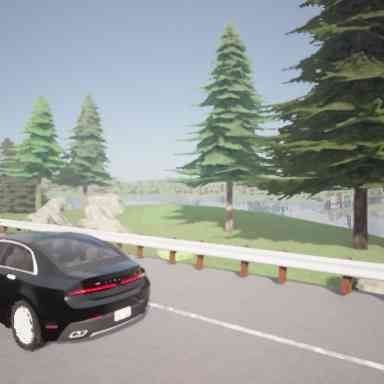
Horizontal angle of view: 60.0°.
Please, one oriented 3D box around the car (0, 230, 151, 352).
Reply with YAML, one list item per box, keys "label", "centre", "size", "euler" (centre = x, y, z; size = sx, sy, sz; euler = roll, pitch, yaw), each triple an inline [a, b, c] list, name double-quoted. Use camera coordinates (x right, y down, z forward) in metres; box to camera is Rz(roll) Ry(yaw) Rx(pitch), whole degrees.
- label: "car"
  centre: [-2.942, 1.491, 6.220]
  size: [4.892, 1.490, 1.837]
  euler: [0, 0, 36]
